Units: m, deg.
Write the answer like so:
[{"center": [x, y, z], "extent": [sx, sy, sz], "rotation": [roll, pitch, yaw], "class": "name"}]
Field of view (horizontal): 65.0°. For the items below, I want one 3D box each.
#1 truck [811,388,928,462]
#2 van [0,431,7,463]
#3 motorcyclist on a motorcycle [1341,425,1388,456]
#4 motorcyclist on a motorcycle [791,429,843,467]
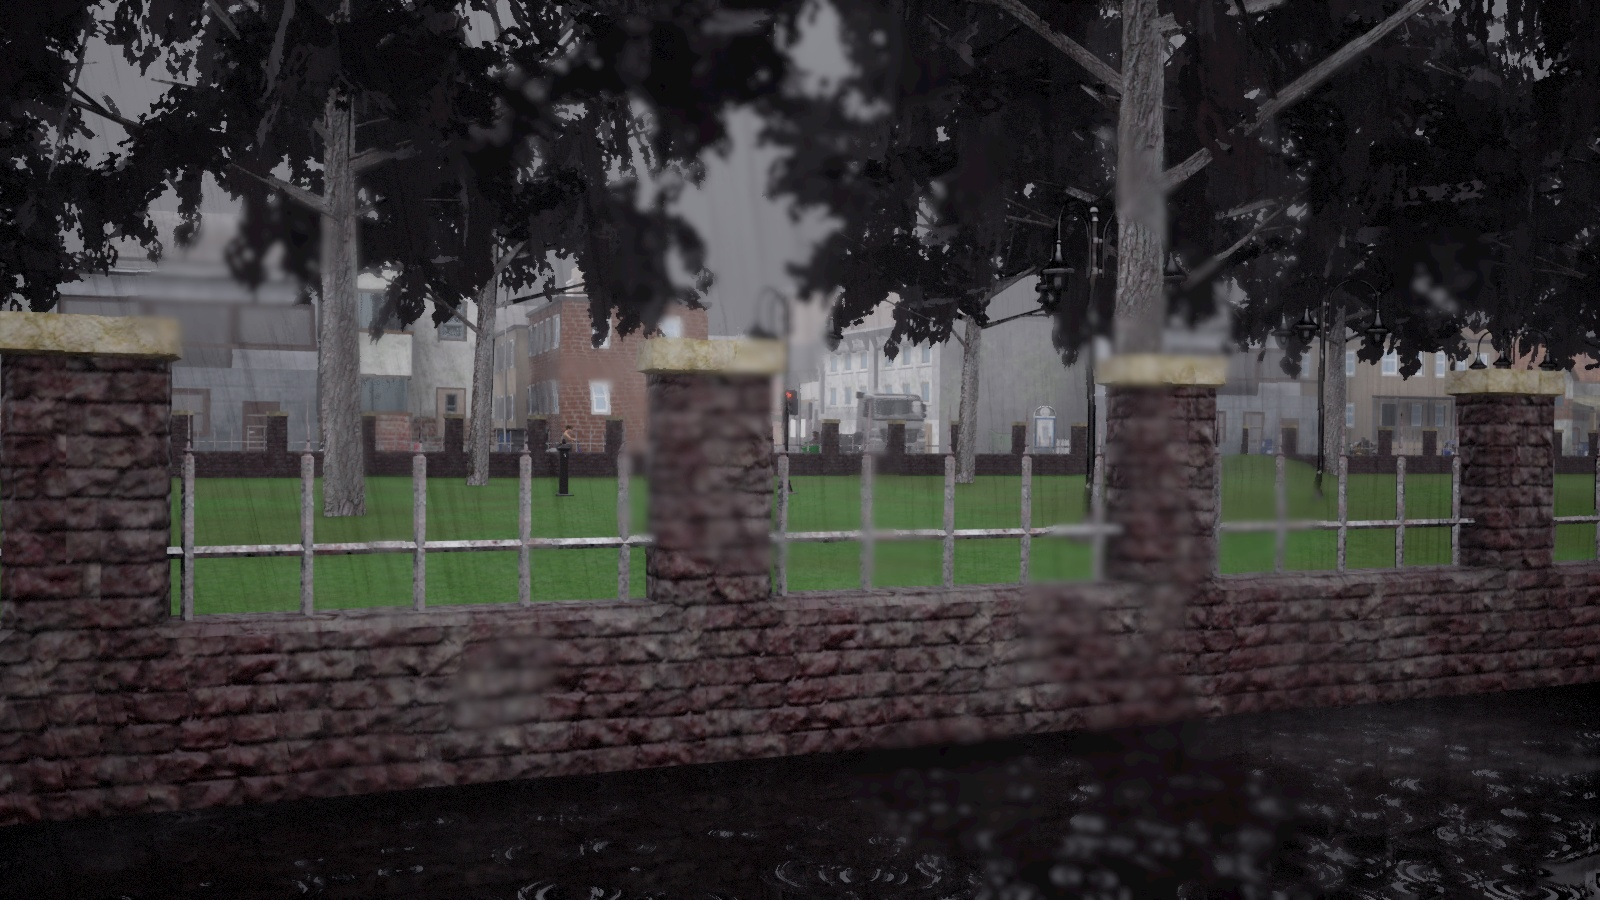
[{"center": [3.385, -1.256, 63.595], "extent": [2.891, 3.462, 7.936], "rotation": [-1, 1, -21], "class": "truck"}, {"center": [-50.693, -0.168, 77.829], "extent": [1.775, 1.987, 4.442], "rotation": [-1, 1, -21], "class": "van"}, {"center": [28.501, -0.507, 63.443], "extent": [2.191, 1.530, 0.866], "rotation": [-1, 1, -21], "class": "motorcyclist on a motorcycle"}, {"center": [0.708, -0.084, 52.647], "extent": [2.044, 1.523, 0.797], "rotation": [-1, 0, -27], "class": "motorcyclist on a motorcycle"}]
